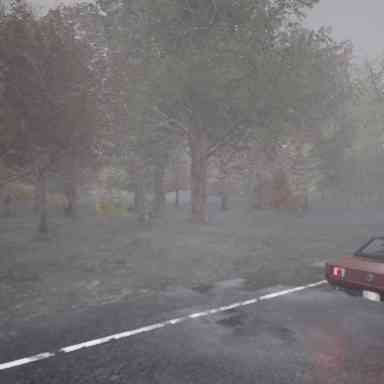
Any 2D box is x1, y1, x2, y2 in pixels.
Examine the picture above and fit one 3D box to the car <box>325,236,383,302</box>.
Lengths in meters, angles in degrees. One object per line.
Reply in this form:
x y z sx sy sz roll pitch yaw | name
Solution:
5.102 1.625 7.386 4.718 1.301 1.895 0 0 -35 | car
